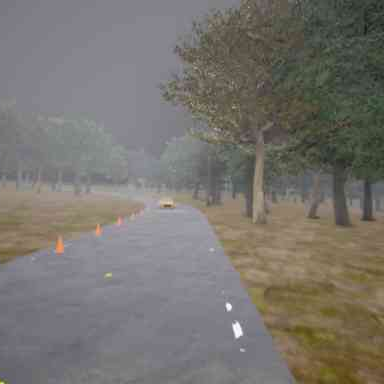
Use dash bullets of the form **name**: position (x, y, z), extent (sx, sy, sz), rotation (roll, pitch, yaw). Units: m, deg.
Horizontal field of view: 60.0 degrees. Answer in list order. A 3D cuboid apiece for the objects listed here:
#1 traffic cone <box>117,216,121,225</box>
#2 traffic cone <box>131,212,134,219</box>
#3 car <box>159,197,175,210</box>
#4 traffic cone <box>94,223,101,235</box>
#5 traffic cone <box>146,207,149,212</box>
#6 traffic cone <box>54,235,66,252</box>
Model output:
- **traffic cone**: position (-4.907, 1.943, 22.433), extent (0.340, 0.580, 0.340), rotation (1, 0, 0)
- **traffic cone**: position (-4.898, 1.955, 27.433), extent (0.340, 0.580, 0.340), rotation (1, 0, 0)
- **car**: position (-3.393, 1.472, 44.222), extent (1.882, 1.535, 5.008), rotation (1, 0, -8)
- **traffic cone**: position (-4.917, 1.931, 17.434), extent (0.340, 0.580, 0.340), rotation (1, 0, 0)
- **traffic cone**: position (-4.992, 1.966, 37.317), extent (0.340, 0.580, 0.340), rotation (1, 0, -2)
- **traffic cone**: position (-4.927, 1.919, 12.433), extent (0.340, 0.580, 0.340), rotation (1, 0, 0)
